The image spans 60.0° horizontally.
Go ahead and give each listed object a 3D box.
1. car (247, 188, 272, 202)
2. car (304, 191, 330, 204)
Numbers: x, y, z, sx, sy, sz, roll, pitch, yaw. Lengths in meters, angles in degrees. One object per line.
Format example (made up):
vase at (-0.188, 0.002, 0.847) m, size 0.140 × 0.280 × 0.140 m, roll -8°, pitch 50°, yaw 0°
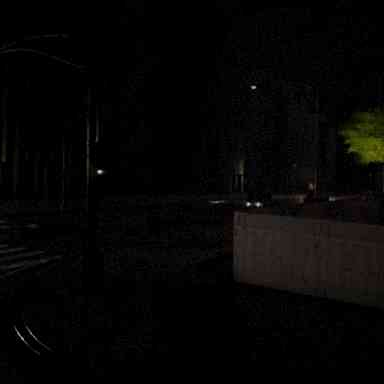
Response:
car at (10.298, 0.351, 50.276) m, size 2.150 × 2.045 × 5.566 m, roll 1°, pitch 1°, yaw 35°
car at (15.254, 0.692, 40.370) m, size 2.097 × 1.767 × 4.553 m, roll 1°, pitch 1°, yaw 35°
